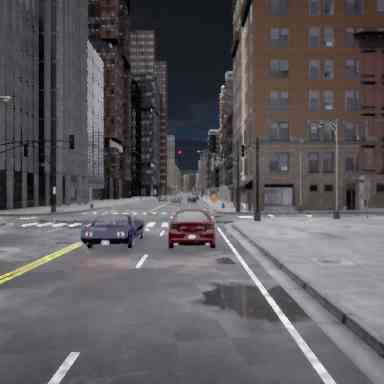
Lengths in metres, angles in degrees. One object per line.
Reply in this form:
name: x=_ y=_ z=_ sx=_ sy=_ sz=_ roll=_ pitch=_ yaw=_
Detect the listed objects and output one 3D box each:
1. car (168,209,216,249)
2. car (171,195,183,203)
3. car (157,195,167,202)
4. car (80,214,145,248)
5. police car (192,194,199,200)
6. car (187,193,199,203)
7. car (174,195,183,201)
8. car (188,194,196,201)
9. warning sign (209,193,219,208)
car: x=0.000 y=1.486 z=14.650 sx=1.882 sy=1.535 sz=5.008 roll=0 pitch=0 yaw=0
car: x=-3.250 y=1.585 z=67.269 sx=2.033 sy=1.411 sz=5.357 roll=0 pitch=0 yaw=0
car: x=-6.500 y=1.520 z=73.743 sx=1.837 sy=1.490 sz=4.892 roll=0 pitch=0 yaw=0
car: x=-3.250 y=1.617 z=14.680 sx=1.895 sy=1.301 sz=4.718 roll=0 pitch=0 yaw=0
police car: x=0.975 y=1.470 z=93.230 sx=1.930 sy=1.638 sz=5.238 roll=0 pitch=0 yaw=0
car: x=0.000 y=1.538 z=67.269 sx=1.837 sy=1.490 sz=4.892 roll=0 pitch=0 yaw=0
car: x=-3.249 y=1.424 z=83.517 sx=2.033 sy=1.411 sz=5.357 roll=0 pitch=0 yaw=0
car: x=0.000 y=1.326 z=82.685 sx=1.882 sy=1.535 sz=5.008 roll=0 pitch=0 yaw=0
warning sign: x=2.854 y=1.122 z=43.115 sx=1.300 sy=1.860 sz=1.060 roll=0 pitch=0 yaw=0
